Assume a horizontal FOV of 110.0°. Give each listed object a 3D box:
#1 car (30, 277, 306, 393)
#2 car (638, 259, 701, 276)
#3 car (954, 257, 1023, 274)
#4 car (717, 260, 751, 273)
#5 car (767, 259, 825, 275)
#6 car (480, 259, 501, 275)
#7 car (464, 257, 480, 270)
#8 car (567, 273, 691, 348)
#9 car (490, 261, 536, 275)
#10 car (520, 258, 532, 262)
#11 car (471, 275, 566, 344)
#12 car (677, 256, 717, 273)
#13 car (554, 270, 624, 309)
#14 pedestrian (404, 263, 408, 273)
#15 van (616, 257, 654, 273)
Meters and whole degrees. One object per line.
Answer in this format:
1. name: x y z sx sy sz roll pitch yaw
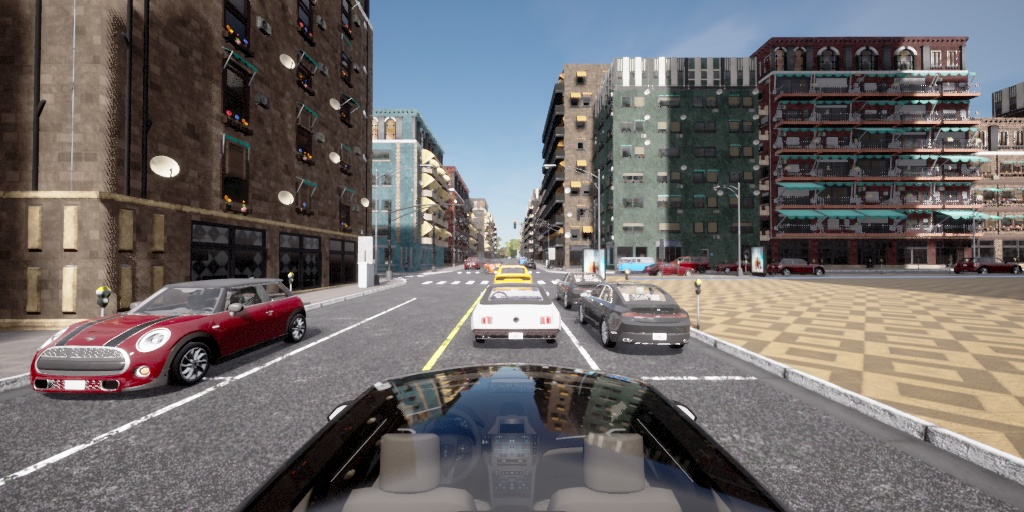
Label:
1. car: -5.830 1.191 6.765 1.967 1.591 4.097 0 0 0
2. car: 13.644 1.163 31.240 4.207 1.307 1.802 0 0 0
3. car: 41.281 0.811 31.102 4.097 1.591 1.967 0 0 0
4. car: 24.743 1.165 39.565 4.507 1.381 1.888 0 0 0
5. car: 24.699 0.935 31.185 4.097 1.591 1.967 0 0 0
6. car: -1.986 1.179 41.806 2.097 1.767 4.553 0 1 -15
7. car: -5.800 1.083 52.804 2.192 1.841 5.009 0 0 0
8. car: 2.805 1.303 9.020 2.007 1.370 4.403 0 0 0
9. car: 0.055 1.233 19.056 1.882 1.535 5.008 0 0 0
10. car: 2.580 1.334 52.782 1.948 1.339 4.313 0 0 0
11. car: 0.082 1.353 9.603 1.895 1.301 4.718 0 0 0
12. car: 19.215 0.977 39.593 5.009 1.841 2.192 0 0 0
13. car: 2.793 1.304 14.590 2.007 1.370 4.403 0 0 0
14. pedestrian: -12.618 1.097 42.714 0.375 1.860 0.375 0 0 0
15. van: 13.688 1.046 39.620 3.998 1.789 1.690 0 0 0
